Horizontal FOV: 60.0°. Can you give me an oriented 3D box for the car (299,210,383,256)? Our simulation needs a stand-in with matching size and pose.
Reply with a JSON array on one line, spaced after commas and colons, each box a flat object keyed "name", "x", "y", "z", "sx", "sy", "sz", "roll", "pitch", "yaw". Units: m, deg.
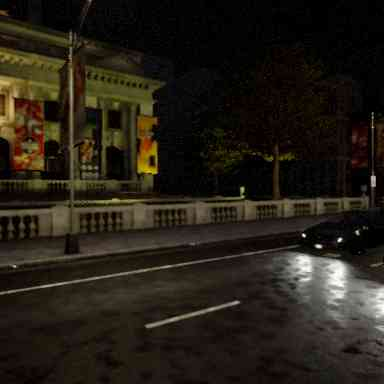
[{"name": "car", "x": 6.478, "y": 1.437, "z": 12.835, "sx": 5.357, "sy": 1.411, "sz": 2.033, "roll": -1, "pitch": 0, "yaw": -35}]

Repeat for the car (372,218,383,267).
[{"name": "car", "x": 7.001, "y": 1.434, "z": 8.920, "sx": 4.674, "sy": 1.442, "sz": 1.812, "roll": -1, "pitch": 0, "yaw": -35}]
